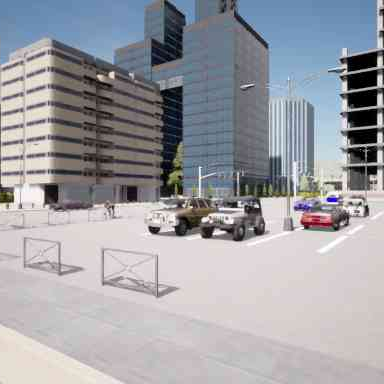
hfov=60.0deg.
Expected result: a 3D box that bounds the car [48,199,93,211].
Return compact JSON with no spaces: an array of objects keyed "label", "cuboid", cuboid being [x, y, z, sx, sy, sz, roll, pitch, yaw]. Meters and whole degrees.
[{"label":"car","cuboid":[-14.566,1.547,40.385,2.033,1.411,5.357,0,0,34]}]

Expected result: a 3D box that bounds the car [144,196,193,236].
[{"label":"car","cuboid":[-0.334,1.153,17.314,1.932,1.855,4.605,0,0,34]}]

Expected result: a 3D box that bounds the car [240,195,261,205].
[{"label":"car","cuboid":[10.317,1.352,58.394,2.097,1.767,4.553,0,0,34]}]

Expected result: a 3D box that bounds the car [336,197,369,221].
[{"label":"car","cuboid":[14.033,1.395,28.634,1.970,1.475,3.806,0,0,34]}]

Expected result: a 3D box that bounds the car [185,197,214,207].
[{"label":"car","cuboid":[1.247,1.492,51.185,2.128,1.511,4.902,0,0,34]}]

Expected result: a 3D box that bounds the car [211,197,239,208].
[{"label":"car","cuboid":[5.060,1.547,50.513,2.033,1.411,5.357,0,0,33]}]

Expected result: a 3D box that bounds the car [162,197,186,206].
[{"label":"car","cuboid":[-3.083,1.565,57.423,1.994,1.385,4.181,0,0,34]}]

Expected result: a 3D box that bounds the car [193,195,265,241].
[{"label":"car","cuboid":[2.037,1.156,15.653,1.905,1.878,3.866,0,0,34]}]

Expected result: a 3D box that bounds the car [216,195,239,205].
[{"label":"car","cuboid":[6.281,1.352,58.820,2.097,1.767,4.553,0,0,34]}]

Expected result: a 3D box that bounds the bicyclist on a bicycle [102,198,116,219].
[{"label":"bicyclist on a bicycle","cuboid":[-6.582,1.302,26.262,1.656,1.620,0.582,0,0,34]}]
